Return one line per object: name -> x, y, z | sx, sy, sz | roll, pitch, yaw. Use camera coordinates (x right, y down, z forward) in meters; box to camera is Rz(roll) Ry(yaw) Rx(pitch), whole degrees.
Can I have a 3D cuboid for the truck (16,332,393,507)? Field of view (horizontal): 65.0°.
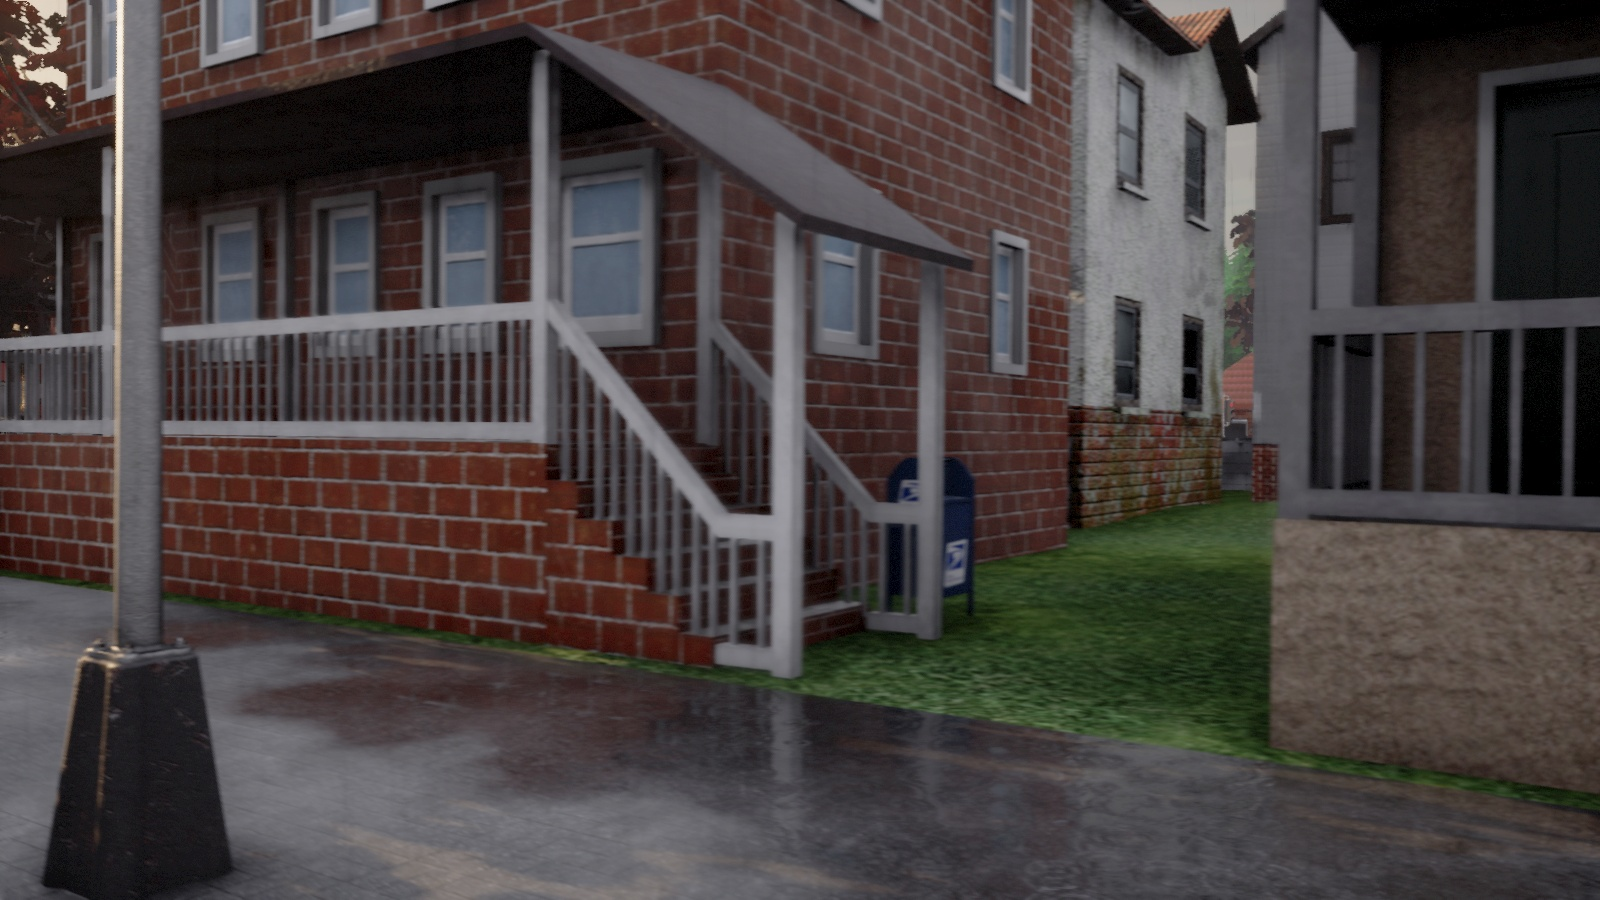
truck -> -14.700, -0.736, 31.937 | 2.891, 3.827, 8.468 | 0, 1, 30
